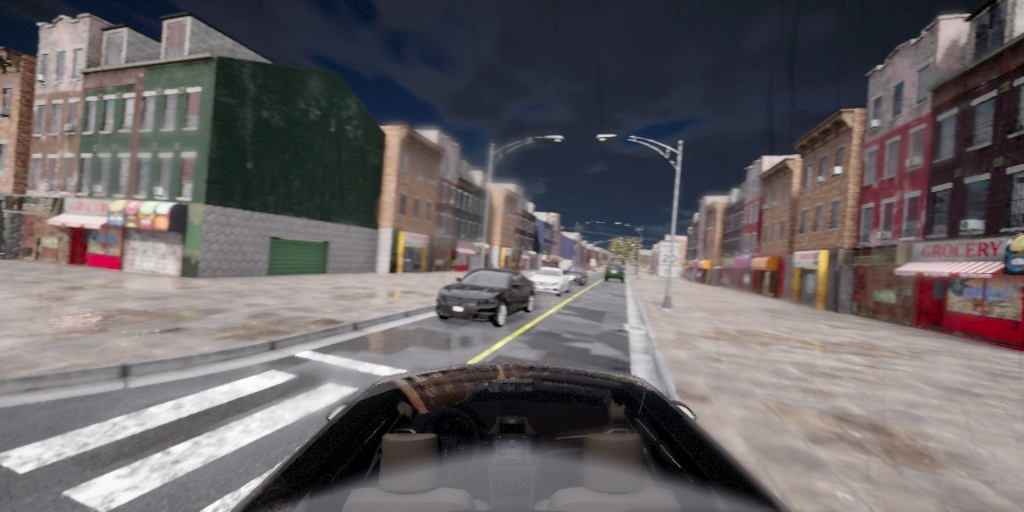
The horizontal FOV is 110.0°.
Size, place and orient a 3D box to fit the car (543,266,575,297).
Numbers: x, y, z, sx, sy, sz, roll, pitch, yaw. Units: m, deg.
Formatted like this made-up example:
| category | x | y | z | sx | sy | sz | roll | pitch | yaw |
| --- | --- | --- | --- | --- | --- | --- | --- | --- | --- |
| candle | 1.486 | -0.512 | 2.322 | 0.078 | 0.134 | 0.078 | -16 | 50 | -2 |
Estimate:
| category | x | y | z | sx | sy | sz | roll | pitch | yaw |
| --- | --- | --- | --- | --- | --- | --- | --- | --- | --- |
| car | 2.195 | 1.390 | 20.502 | 1.812 | 1.442 | 4.674 | 5 | 0 | 17 |

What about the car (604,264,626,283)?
| category | x | y | z | sx | sy | sz | roll | pitch | yaw |
| --- | --- | --- | --- | --- | --- | --- | --- | --- | --- |
| car | 11.954 | 1.973 | 41.719 | 2.150 | 2.045 | 5.566 | 5 | 0 | 17 |

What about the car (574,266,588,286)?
| category | x | y | z | sx | sy | sz | roll | pitch | yaw |
| --- | --- | --- | --- | --- | --- | --- | --- | --- | --- |
| car | 5.333 | 1.635 | 30.468 | 2.128 | 1.511 | 4.902 | 5 | 0 | 18 |

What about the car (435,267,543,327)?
| category | x | y | z | sx | sy | sz | roll | pitch | yaw |
| --- | --- | --- | --- | --- | --- | --- | --- | --- | --- |
| car | -0.613 | 1.133 | 11.540 | 1.882 | 1.535 | 5.008 | 5 | 0 | 17 |
